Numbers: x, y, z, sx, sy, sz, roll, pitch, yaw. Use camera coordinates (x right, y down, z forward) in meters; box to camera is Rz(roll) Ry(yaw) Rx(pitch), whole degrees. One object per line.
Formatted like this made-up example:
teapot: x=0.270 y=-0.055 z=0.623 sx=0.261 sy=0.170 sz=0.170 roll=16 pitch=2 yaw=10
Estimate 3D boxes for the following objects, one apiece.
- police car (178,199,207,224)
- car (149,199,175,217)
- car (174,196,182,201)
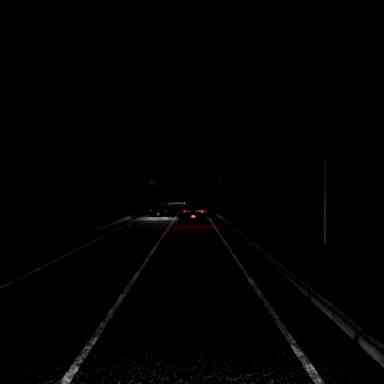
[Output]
police car: x=0.095 y=1.569 z=25.585 sx=2.038 sy=1.542 sz=4.974 roll=0 pitch=-1 yaw=0
car: x=-3.104 y=1.654 z=33.200 sx=2.033 sy=1.411 sz=5.357 roll=0 pitch=0 yaw=0
car: x=-3.013 y=1.475 z=73.686 sx=1.994 sy=1.385 sz=4.181 roll=0 pitch=0 yaw=0
